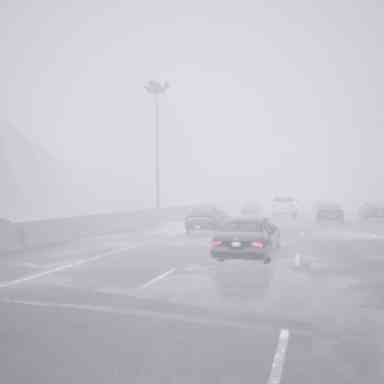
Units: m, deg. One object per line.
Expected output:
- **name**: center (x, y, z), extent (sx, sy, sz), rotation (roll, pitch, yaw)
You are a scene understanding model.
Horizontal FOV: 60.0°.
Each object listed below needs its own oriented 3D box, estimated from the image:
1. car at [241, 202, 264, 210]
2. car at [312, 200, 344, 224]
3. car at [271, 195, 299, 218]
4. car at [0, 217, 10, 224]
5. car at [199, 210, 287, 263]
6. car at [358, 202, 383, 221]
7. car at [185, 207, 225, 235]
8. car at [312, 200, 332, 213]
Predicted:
- **car**: center (6.461, 1.747, 35.341), extent (1.994, 1.385, 4.181), rotation (-1, 0, 19)
- **car**: center (10.448, 1.516, 25.499), extent (1.882, 1.535, 5.008), rotation (-1, 0, 19)
- **car**: center (8.754, 1.334, 31.293), extent (2.150, 2.045, 5.566), rotation (-1, 0, 19)
- **car**: center (-11.412, 1.824, 16.495), extent (1.837, 1.490, 4.892), rotation (-1, 0, 19)
- **car**: center (2.156, 1.613, 12.323), extent (2.033, 1.411, 5.357), rotation (-1, -1, 19)
- **car**: center (14.614, 1.507, 26.815), extent (1.812, 1.442, 4.674), rotation (-1, 0, 19)
- **car**: center (1.074, 1.634, 19.845), extent (2.128, 1.511, 4.902), rotation (-1, -1, 19)
- **car**: center (14.876, 1.634, 38.248), extent (1.994, 1.385, 4.181), rotation (-1, 0, 19)
